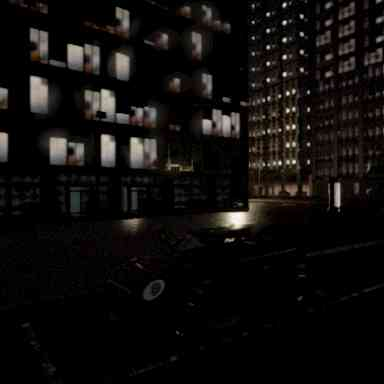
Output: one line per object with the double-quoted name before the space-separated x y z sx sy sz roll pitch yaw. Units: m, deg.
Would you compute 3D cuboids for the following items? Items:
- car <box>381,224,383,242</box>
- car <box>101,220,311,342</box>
"car" 9.365 1.215 12.871 5.009 1.841 2.192 0 0 -36
"car" 0.384 1.414 6.373 4.097 1.590 1.967 0 0 -36
